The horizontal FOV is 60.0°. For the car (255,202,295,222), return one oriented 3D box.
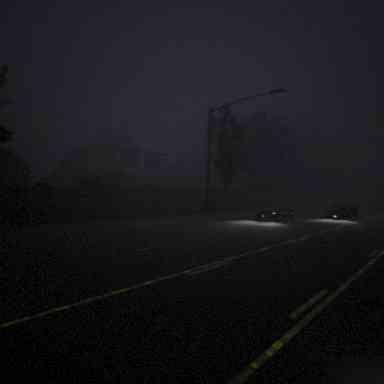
[{"bbox_3d":[6.752,1.540,26.703,1.812,1.442,4.674,1,0,38],"label":"car"}]

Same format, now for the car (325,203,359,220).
[{"bbox_3d":[13.539,1.660,29.784,2.033,1.411,5.357,1,0,38],"label":"car"}]
